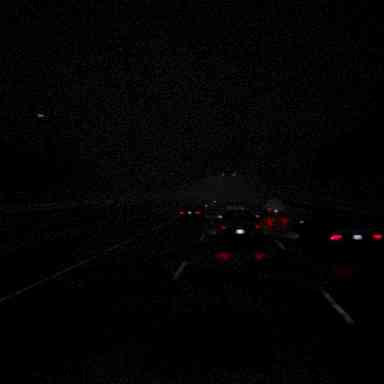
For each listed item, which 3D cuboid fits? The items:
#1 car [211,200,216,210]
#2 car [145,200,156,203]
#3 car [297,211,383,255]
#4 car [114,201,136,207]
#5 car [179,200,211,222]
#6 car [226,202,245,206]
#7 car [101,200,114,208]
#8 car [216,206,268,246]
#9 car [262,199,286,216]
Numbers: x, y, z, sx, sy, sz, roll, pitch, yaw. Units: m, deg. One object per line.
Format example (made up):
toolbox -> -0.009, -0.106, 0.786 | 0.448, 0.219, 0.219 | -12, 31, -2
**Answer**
car -> 2.035, 1.688, 43.729 | 1.994, 1.385, 4.181 | -2, 0, 7
car -> -7.059, 2.032, 57.010 | 1.994, 1.385, 4.181 | -2, 0, 7
car -> 5.369, 1.434, 12.678 | 2.033, 1.411, 5.357 | -2, 0, 7
car -> -10.811, 2.155, 55.135 | 1.895, 1.301, 4.718 | -2, 0, 7
car -> 0.120, 1.633, 27.740 | 2.033, 1.411, 5.357 | -2, 0, 7
car -> 4.325, 1.600, 33.210 | 1.895, 1.301, 4.718 | -2, 0, 7
car -> -14.030, 2.185, 57.489 | 1.812, 1.442, 4.674 | -2, 0, 7
car -> 2.150, 1.546, 15.206 | 1.994, 1.385, 4.181 | -2, 0, 7
car -> 7.620, 1.426, 31.331 | 1.812, 1.442, 4.674 | -2, 0, 7
